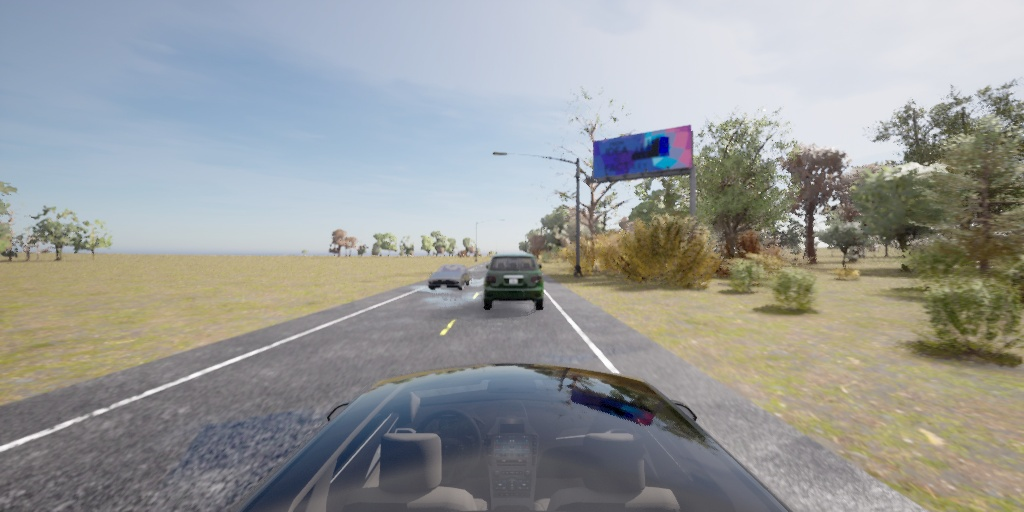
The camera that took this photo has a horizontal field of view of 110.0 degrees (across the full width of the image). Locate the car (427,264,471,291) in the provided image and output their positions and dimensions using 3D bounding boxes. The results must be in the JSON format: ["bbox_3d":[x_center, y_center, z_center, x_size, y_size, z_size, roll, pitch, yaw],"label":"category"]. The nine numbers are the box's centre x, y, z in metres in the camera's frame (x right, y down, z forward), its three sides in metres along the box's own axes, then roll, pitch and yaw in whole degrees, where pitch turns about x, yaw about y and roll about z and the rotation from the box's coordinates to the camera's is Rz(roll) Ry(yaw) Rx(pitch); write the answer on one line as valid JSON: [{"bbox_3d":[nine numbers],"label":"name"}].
[{"bbox_3d":[-3.523,1.194,21.180,2.033,1.411,5.357,0,0,0],"label":"car"}]

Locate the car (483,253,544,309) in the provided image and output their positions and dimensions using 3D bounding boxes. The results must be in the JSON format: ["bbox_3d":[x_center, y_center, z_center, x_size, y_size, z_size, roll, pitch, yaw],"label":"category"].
[{"bbox_3d":[0.075,0.905,14.553,2.150,2.045,5.566,0,1,1],"label":"car"}]
